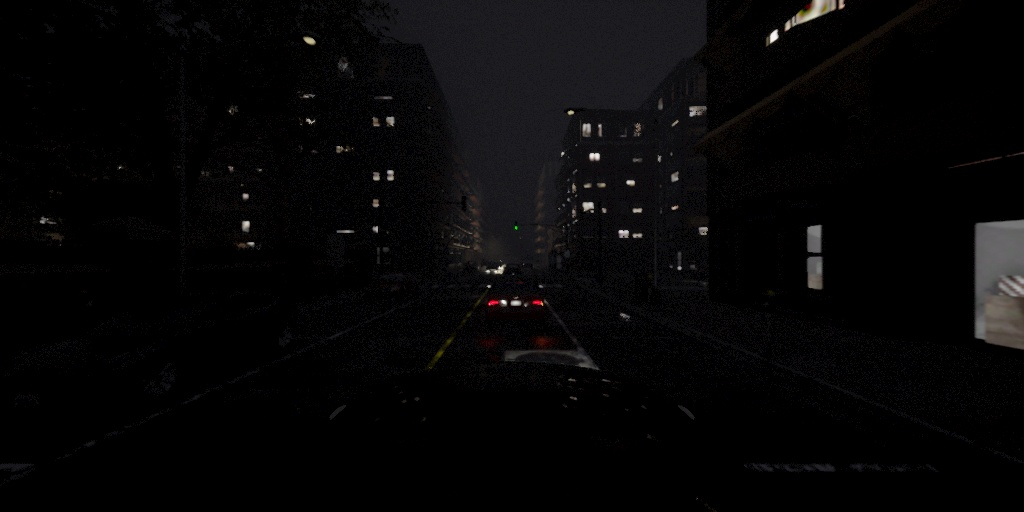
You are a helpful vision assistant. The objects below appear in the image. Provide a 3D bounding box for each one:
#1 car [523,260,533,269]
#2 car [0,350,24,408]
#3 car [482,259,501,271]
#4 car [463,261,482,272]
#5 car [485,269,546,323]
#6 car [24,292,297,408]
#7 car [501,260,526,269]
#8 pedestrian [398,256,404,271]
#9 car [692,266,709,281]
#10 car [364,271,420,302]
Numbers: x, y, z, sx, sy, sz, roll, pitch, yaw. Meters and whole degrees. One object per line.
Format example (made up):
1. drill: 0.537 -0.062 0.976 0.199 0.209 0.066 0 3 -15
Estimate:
1. car: 2.706 1.574 61.135 2.007 1.370 4.403 0 0 0
2. car: -5.690 1.061 0.849 2.192 1.841 5.009 0 0 0
3. car: -3.062 1.548 56.234 2.033 1.411 5.357 0 0 0
4. car: -5.677 1.411 49.865 1.967 1.591 4.097 0 0 0
5. car: 0.101 1.345 12.299 2.033 1.411 5.357 0 0 0
6. car: -5.688 1.337 6.385 1.948 1.339 4.313 0 0 0
7. car: 0.107 1.426 34.605 1.812 1.442 4.674 0 0 0
8. pedestrian: -12.703 0.833 40.866 0.375 1.860 0.375 0 -1 -1
9. car: 20.992 1.821 35.728 4.674 1.442 1.812 1 0 -1
10. car: -5.685 1.403 17.455 1.802 1.307 4.207 0 0 0
